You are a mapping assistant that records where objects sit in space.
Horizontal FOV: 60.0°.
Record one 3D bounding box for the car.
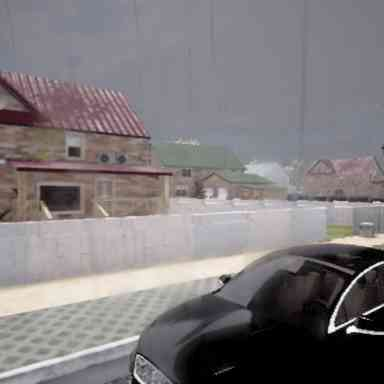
[{"bbox_3d":[1.618,1.504,4.225,4.892,1.490,1.837,0,0,-35],"label":"car"}]
